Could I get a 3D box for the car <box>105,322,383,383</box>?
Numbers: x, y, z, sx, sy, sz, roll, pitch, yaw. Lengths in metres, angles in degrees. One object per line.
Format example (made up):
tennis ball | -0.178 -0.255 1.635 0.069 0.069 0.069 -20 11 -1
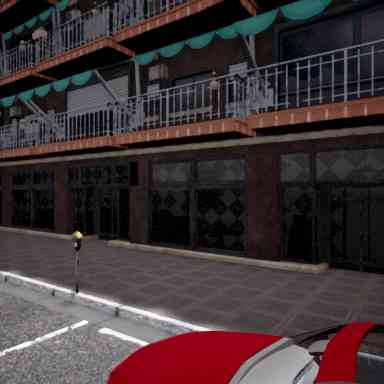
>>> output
car | 1.155 1.582 2.060 4.206 1.307 1.802 0 0 35
